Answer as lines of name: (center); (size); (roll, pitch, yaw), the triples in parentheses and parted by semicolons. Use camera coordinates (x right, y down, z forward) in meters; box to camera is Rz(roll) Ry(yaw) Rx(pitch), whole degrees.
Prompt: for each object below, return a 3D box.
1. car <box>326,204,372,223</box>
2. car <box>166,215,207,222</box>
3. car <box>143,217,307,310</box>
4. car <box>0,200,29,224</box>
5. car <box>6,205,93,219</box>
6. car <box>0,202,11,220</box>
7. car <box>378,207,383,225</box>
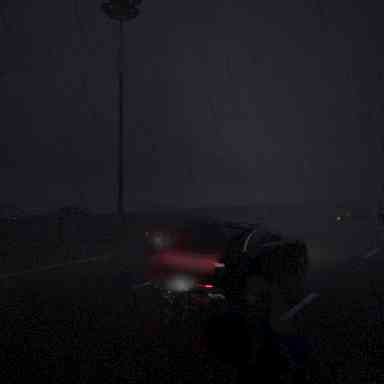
car: (12.324, 1.624, 25.931); (4.718, 1.301, 1.895); (0, 0, -45)
car: (0.174, 1.549, 12.296); (1.994, 1.385, 4.181); (0, 0, 38)
car: (1.253, 1.486, 7.989); (2.128, 1.511, 4.902); (0, 0, 36)
car: (-14.123, 1.387, 22.727); (1.882, 1.535, 5.008); (0, 0, 38)
car: (-7.838, 1.542, 19.445); (1.895, 1.301, 4.718); (0, 0, 39)
car: (-12.299, 1.447, 19.355); (1.812, 1.442, 4.674); (0, 0, 38)
car: (14.616, 1.514, 23.251); (5.008, 1.535, 1.882); (0, 0, -45)
